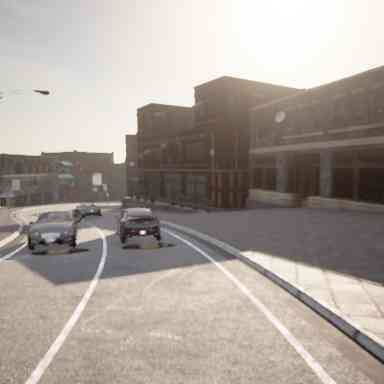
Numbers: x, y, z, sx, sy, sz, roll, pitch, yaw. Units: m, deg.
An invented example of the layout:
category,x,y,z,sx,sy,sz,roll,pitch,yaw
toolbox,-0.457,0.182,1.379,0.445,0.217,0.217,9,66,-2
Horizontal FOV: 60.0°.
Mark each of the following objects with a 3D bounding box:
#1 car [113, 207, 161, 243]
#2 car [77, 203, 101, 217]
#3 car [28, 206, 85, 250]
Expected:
category,x,y,z,sx,sy,sz,roll,pitch,yaw
car,-2.805,1.529,16.786,1.837,1.490,4.892,-2,0,-16
car,-10.589,1.782,33.437,1.994,1.385,4.181,-3,1,-31
car,-6.180,1.622,15.212,2.128,1.511,4.902,-1,0,-17
